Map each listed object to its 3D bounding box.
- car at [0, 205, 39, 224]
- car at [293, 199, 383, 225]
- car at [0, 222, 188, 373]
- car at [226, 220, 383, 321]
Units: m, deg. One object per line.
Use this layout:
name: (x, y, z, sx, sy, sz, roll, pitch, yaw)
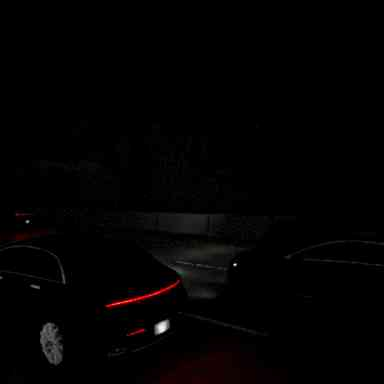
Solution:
car: (-11.626, 1.540, 20.942, 4.902, 1.511, 2.128, -1, 0, 36)
car: (4.748, 1.220, 9.207, 5.566, 2.045, 2.150, 0, 0, 36)
car: (-2.346, 1.498, 5.679, 4.892, 1.490, 1.837, -1, 0, 36)
car: (2.985, 1.488, 6.165, 4.902, 1.511, 2.128, 0, 0, 36)
